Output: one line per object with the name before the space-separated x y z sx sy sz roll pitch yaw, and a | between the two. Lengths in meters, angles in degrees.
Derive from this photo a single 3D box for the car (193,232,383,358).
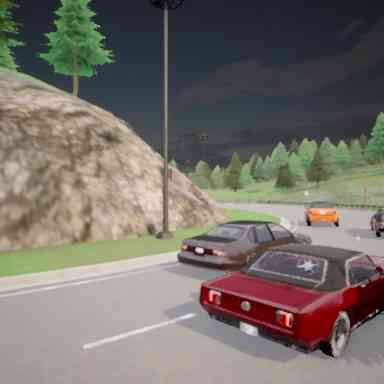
car | 2.423 1.633 6.146 4.718 1.301 1.895 0 0 -43

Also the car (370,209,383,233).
car | 11.143 1.646 18.585 2.033 1.411 5.357 0 0 25

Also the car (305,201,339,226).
car | 9.632 1.480 24.970 2.097 1.767 4.553 0 0 17

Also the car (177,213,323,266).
car | 1.954 1.601 10.606 2.033 1.411 5.357 0 0 44
